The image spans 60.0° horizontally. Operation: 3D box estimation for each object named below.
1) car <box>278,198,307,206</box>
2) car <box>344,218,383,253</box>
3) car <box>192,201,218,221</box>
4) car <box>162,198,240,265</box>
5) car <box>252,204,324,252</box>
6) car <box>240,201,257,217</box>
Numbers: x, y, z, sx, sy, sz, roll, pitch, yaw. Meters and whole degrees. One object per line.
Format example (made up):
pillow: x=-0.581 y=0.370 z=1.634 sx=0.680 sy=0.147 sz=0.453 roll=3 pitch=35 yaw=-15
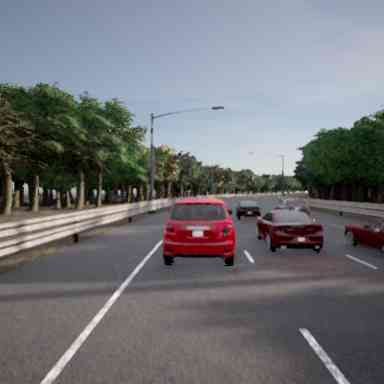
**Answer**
car: x=8.172 y=1.345 z=27.288 sx=2.097 sy=1.767 sz=4.553 roll=0 pitch=0 yaw=5
car: x=7.312 y=1.600 z=12.094 sx=1.895 sy=1.301 sz=4.718 roll=0 pitch=0 yaw=3
car: x=1.203 y=1.557 z=27.944 sx=1.994 sy=1.385 sz=4.181 roll=0 pitch=0 yaw=5
car: x=0.289 y=1.221 z=11.780 sx=2.150 sy=2.045 sz=5.566 roll=0 pitch=0 yaw=3
car: x=3.903 y=1.475 z=13.962 sx=1.882 sy=1.535 sz=5.008 roll=0 pitch=0 yaw=3
car: x=4.786 y=1.470 z=28.773 sx=1.882 sy=1.535 sz=5.008 roll=0 pitch=0 yaw=5
